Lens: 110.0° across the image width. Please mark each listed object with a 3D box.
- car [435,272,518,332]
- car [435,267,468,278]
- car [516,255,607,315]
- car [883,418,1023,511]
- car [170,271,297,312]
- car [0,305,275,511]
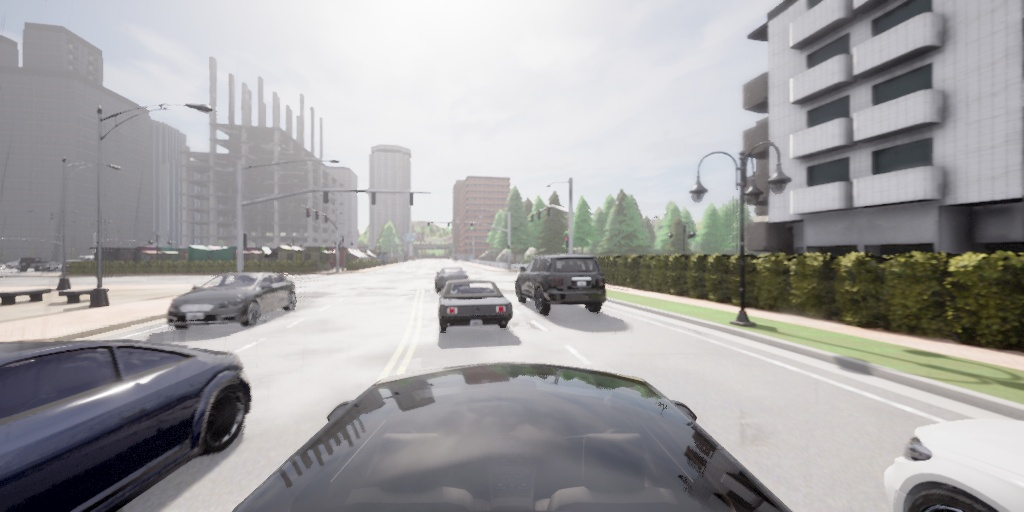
[{"bbox_3d":[-1.301,1.364,11.047,1.895,1.301,4.718,0,0,-11],"label":"car"},{"bbox_3d":[-3.590,1.342,21.459,1.994,1.385,4.181,0,0,-13],"label":"car"},{"bbox_3d":[1.665,0.981,13.947,2.150,2.045,5.566,0,0,-11],"label":"car"},{"bbox_3d":[3.318,1.268,0.348,1.812,1.442,4.674,0,0,1],"label":"car"},{"bbox_3d":[-8.588,1.268,11.509,2.128,1.511,4.902,0,0,-13],"label":"car"},{"bbox_3d":[-3.804,1.321,2.258,1.994,1.385,4.181,0,0,-4],"label":"car"}]
